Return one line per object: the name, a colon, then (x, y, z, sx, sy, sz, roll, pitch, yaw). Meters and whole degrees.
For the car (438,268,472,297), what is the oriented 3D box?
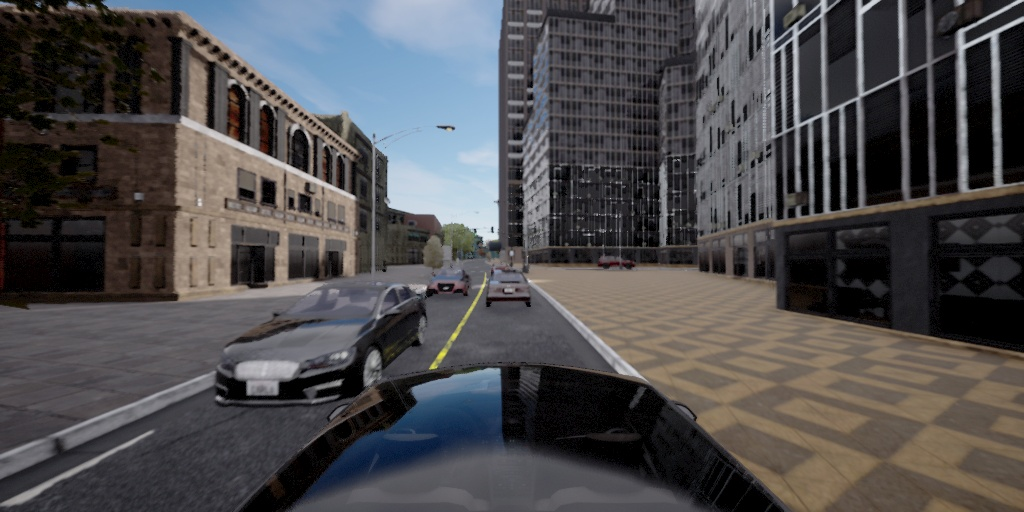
car: (-3.155, 1.313, 18.751, 1.994, 1.385, 4.181, 0, 0, -2)

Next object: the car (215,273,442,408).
car: (-2.868, 1.242, 6.560, 2.128, 1.511, 4.902, 0, 0, 0)

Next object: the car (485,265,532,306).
car: (-0.181, 1.296, 15.589, 2.033, 1.411, 5.357, 0, 0, -1)

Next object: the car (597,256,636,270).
car: (14.163, 0.923, 48.761, 5.009, 1.841, 2.192, 0, 0, 15)

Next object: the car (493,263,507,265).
car: (-1.276, 1.347, 37.383, 1.895, 1.301, 4.718, 0, 0, -4)
